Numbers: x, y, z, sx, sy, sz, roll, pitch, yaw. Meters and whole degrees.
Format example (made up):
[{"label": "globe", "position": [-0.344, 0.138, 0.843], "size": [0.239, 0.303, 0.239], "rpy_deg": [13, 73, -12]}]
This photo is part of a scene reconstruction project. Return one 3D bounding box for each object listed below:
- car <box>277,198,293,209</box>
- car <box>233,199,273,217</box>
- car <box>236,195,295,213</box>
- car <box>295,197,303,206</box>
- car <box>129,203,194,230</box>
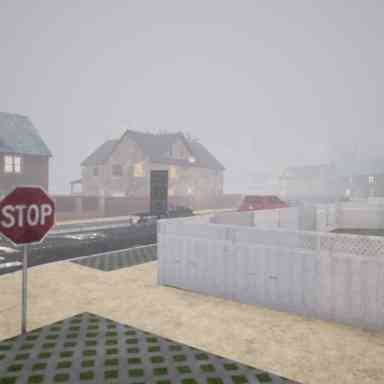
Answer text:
[{"label": "car", "position": [12.678, 1.546, 45.270], "size": [1.994, 1.385, 4.181], "rpy_deg": [1, 0, 17]}, {"label": "car", "position": [5.859, 1.449, 31.586], "size": [1.837, 1.490, 4.892], "rpy_deg": [2, 1, 34]}, {"label": "car", "position": [5.924, 1.241, 26.421], "size": [2.150, 2.045, 5.566], "rpy_deg": [2, 1, 37]}, {"label": "car", "position": [16.896, 1.551, 55.043], "size": [2.033, 1.411, 5.357], "rpy_deg": [1, 0, 3]}, {"label": "car", "position": [-1.819, 1.442, 21.170], "size": [2.128, 1.511, 4.902], "rpy_deg": [2, 1, 37]}]
